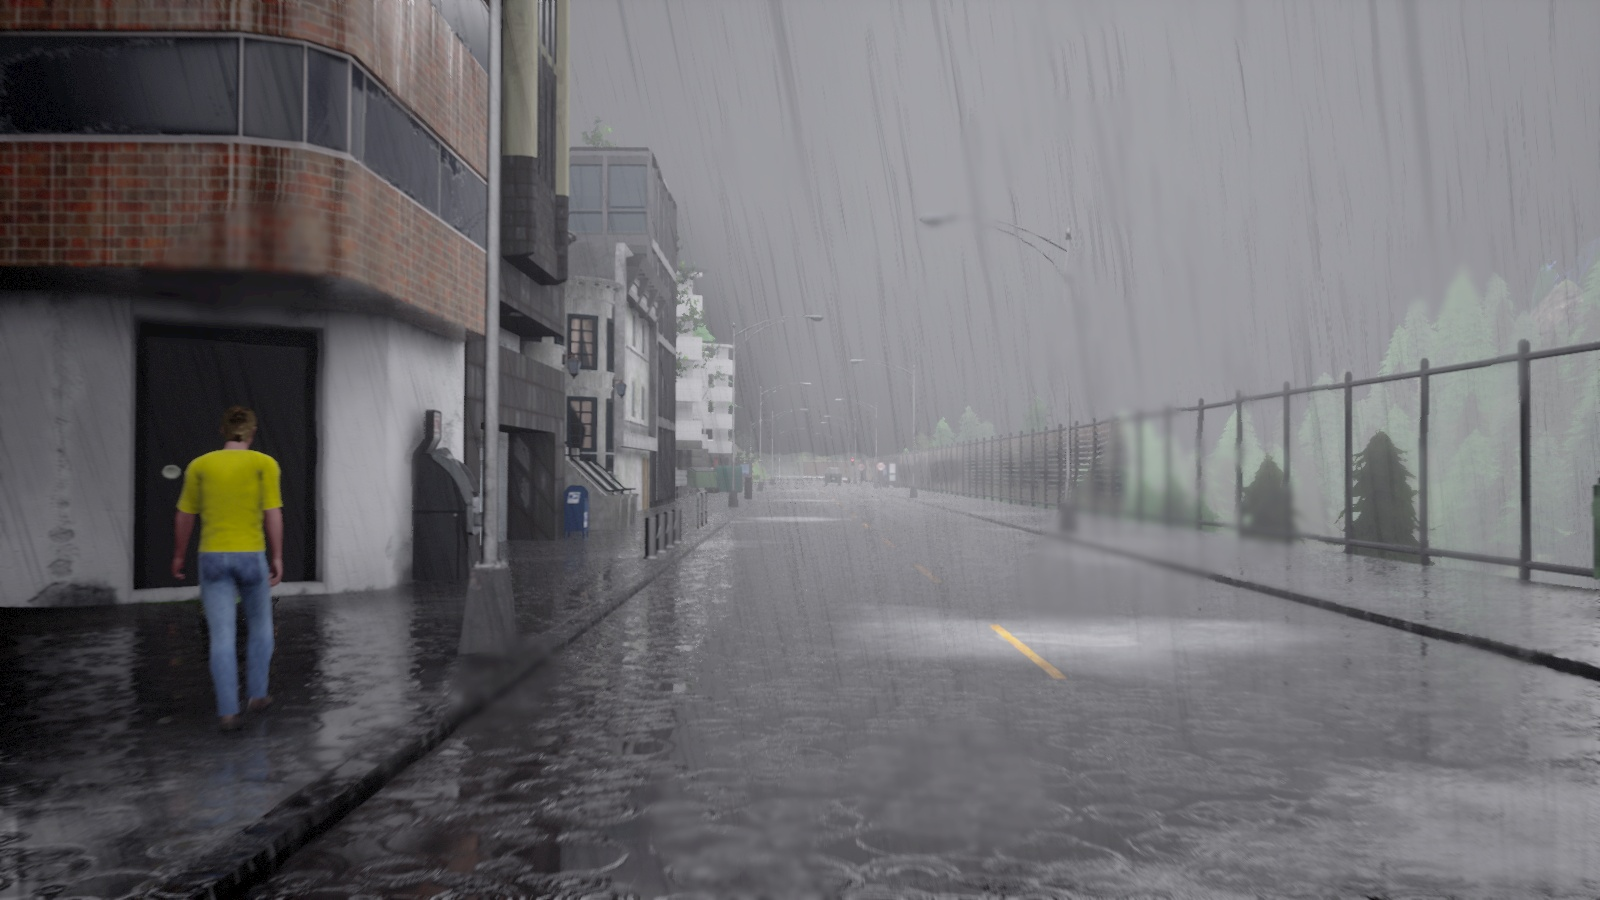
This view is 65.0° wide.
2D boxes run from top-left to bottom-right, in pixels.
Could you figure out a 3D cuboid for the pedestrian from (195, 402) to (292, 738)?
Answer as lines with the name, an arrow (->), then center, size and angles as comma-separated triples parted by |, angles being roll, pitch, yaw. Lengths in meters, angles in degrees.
pedestrian -> -3.196, 0.659, 7.248 | 0.354, 1.836, 0.706 | 0, -1, -10
